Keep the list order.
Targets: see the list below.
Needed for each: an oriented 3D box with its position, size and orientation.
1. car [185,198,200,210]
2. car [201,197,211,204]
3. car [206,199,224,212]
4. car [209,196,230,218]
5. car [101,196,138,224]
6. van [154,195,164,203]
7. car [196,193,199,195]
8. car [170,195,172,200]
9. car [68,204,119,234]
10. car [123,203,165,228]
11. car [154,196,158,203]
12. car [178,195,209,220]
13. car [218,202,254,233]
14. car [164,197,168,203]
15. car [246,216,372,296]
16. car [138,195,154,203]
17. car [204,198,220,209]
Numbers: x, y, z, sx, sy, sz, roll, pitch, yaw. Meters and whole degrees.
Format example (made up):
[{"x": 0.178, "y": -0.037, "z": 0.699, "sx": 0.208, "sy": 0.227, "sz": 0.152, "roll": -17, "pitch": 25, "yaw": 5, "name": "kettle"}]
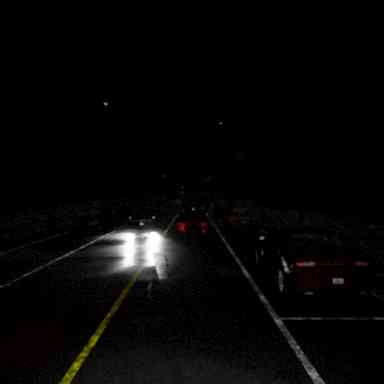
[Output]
[{"x": 0.115, "y": 1.617, "z": 45.898, "sx": 1.994, "sy": 1.385, "sz": 4.181, "roll": 0, "pitch": 0, "yaw": 0, "name": "car"}, {"x": 2.784, "y": 1.650, "z": 68.196, "sx": 1.947, "sy": 1.339, "sz": 4.313, "roll": 0, "pitch": 0, "yaw": 0, "name": "car"}, {"x": 2.773, "y": 1.590, "z": 41.070, "sx": 1.887, "sy": 1.381, "sz": 4.507, "roll": 0, "pitch": 0, "yaw": 0, "name": "car"}, {"x": 2.770, "y": 1.470, "z": 30.220, "sx": 1.967, "sy": 1.590, "sz": 4.097, "roll": 0, "pitch": 0, "yaw": 0, "name": "car"}, {"x": -5.758, "y": 1.339, "z": 24.808, "sx": 2.192, "sy": 1.841, "sz": 5.009, "roll": 0, "pitch": 0, "yaw": 0, "name": "car"}, {"x": -5.748, "y": 1.404, "z": 51.938, "sx": 1.690, "sy": 1.788, "sz": 3.998, "roll": 0, "pitch": 0, "yaw": 0, "name": "van"}, {"x": 2.793, "y": 1.676, "z": 94.633, "sx": 1.947, "sy": 1.339, "sz": 4.313, "roll": 0, "pitch": 0, "yaw": 0, "name": "car"}, {"x": -5.742, "y": 1.666, "z": 68.217, "sx": 1.802, "sy": 1.307, "sz": 4.206, "roll": 0, "pitch": 0, "yaw": 0, "name": "car"}, {"x": -5.758, "y": 1.599, "z": 19.382, "sx": 1.802, "sy": 1.307, "sz": 4.206, "roll": 0, "pitch": 0, "yaw": 0, "name": "car"}, {"x": -3.022, "y": 1.622, "z": 22.276, "sx": 1.895, "sy": 1.301, "sz": 4.718, "roll": 0, "pitch": 0, "yaw": 1, "name": "car"}, {"x": -5.751, "y": 1.591, "z": 41.086, "sx": 1.887, "sy": 1.381, "sz": 4.507, "roll": 0, "pitch": 0, "yaw": 0, "name": "car"}, {"x": 0.103, "y": 1.381, "z": 28.199, "sx": 2.097, "sy": 1.767, "sz": 4.553, "roll": 0, "pitch": 0, "yaw": 0, "name": "car"}, {"x": 2.767, "y": 1.543, "z": 19.540, "sx": 1.752, "sy": 1.417, "sz": 4.829, "roll": 0, "pitch": 0, "yaw": 0, "name": "car"}, {"x": -5.746, "y": 1.510, "z": 57.364, "sx": 1.967, "sy": 1.590, "sz": 4.097, "roll": 0, "pitch": 0, "yaw": 0, "name": "car"}, {"x": 2.763, "y": 1.552, "z": 8.520, "sx": 1.887, "sy": 1.381, "sz": 4.507, "roll": 0, "pitch": 0, "yaw": 0, "name": "car"}, {"x": -5.754, "y": 1.353, "z": 35.660, "sx": 2.192, "sy": 1.841, "sz": 5.009, "roll": 0, "pitch": 0, "yaw": 0, "name": "car"}, {"x": 2.776, "y": 1.605, "z": 46.495, "sx": 2.008, "sy": 1.369, "sz": 4.403, "roll": 0, "pitch": 0, "yaw": 0, "name": "car"}]
